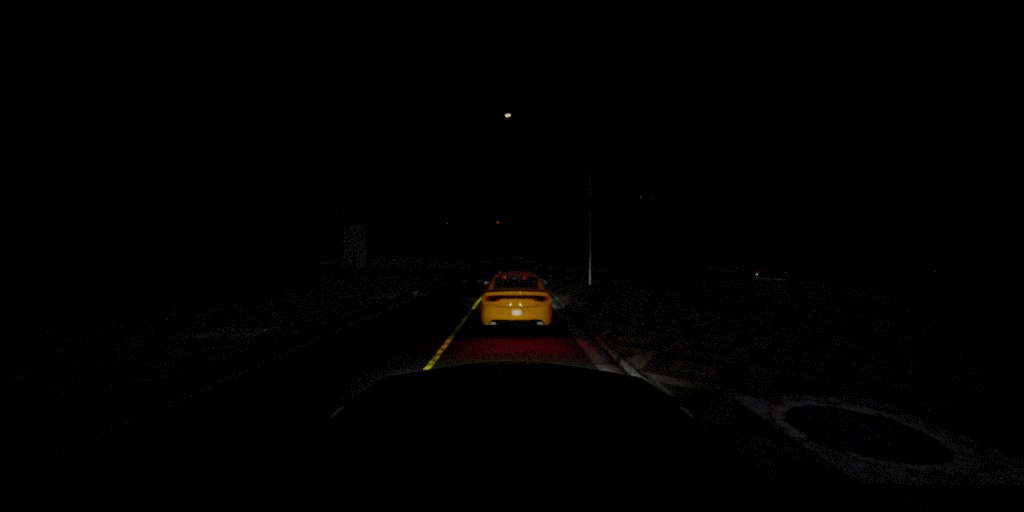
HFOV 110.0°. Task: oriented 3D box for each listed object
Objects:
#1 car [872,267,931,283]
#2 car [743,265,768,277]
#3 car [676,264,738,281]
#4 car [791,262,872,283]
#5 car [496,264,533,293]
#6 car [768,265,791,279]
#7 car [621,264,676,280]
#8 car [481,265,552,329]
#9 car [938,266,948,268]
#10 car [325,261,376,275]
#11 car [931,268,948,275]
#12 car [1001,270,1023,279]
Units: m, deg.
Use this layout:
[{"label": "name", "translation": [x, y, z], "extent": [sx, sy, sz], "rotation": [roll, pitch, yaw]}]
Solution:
[{"label": "car", "translation": [34.756, 1.840, 32.828], "extent": [4.507, 1.381, 1.888], "rotation": [0, 0, 0]}, {"label": "car", "translation": [29.137, 1.736, 41.365], "extent": [4.507, 1.381, 1.888], "rotation": [0, 0, 0]}, {"label": "car", "translation": [17.996, 1.547, 32.861], "extent": [4.829, 1.417, 1.751], "rotation": [0, 0, 0]}, {"label": "car", "translation": [29.113, 1.517, 32.839], "extent": [5.009, 1.841, 2.192], "rotation": [0, 0, 0]}, {"label": "car", "translation": [0.137, 1.282, 22.161], "extent": [2.033, 1.411, 5.357], "rotation": [0, 0, 0]}, {"label": "car", "translation": [30.986, 1.729, 38.687], "extent": [4.892, 1.490, 1.837], "rotation": [1, 0, 0]}, {"label": "car", "translation": [12.183, 1.501, 32.873], "extent": [4.313, 1.339, 1.948], "rotation": [0, 0, 0]}, {"label": "car", "translation": [0.116, 1.220, 11.238], "extent": [1.882, 1.535, 5.008], "rotation": [0, 0, 0]}, {"label": "car", "translation": [46.749, 1.738, 38.563], "extent": [4.718, 1.301, 1.895], "rotation": [1, 0, 0]}, {"label": "car", "translation": [-14.724, 1.093, 32.830], "extent": [4.403, 1.370, 2.007], "rotation": [0, 0, 0]}, {"label": "car", "translation": [40.407, 1.971, 32.817], "extent": [4.207, 1.307, 1.802], "rotation": [0, 0, 0]}, {"label": "car", "translation": [46.043, 2.030, 32.805], "extent": [4.507, 1.381, 1.888], "rotation": [0, 0, 0]}]
